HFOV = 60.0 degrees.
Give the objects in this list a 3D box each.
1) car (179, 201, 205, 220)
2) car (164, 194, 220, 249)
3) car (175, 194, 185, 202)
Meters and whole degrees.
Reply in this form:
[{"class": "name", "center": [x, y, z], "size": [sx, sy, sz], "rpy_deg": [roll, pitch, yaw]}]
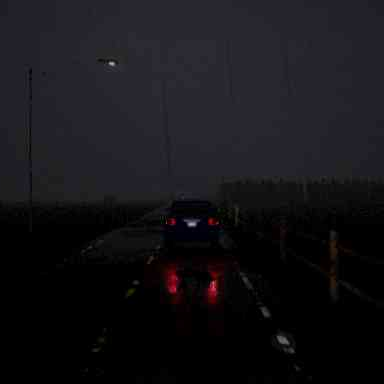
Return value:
[{"class": "car", "center": [0.000, 1.562, 29.651], "size": [2.033, 1.411, 5.357], "rpy_deg": [0, 0, 0]}, {"class": "car", "center": [0.000, 1.255, 14.681], "size": [2.150, 2.045, 5.566], "rpy_deg": [0, 0, 0]}, {"class": "car", "center": [-2.750, 1.312, 76.729], "size": [2.097, 1.767, 4.553], "rpy_deg": [0, 0, 0]}]
